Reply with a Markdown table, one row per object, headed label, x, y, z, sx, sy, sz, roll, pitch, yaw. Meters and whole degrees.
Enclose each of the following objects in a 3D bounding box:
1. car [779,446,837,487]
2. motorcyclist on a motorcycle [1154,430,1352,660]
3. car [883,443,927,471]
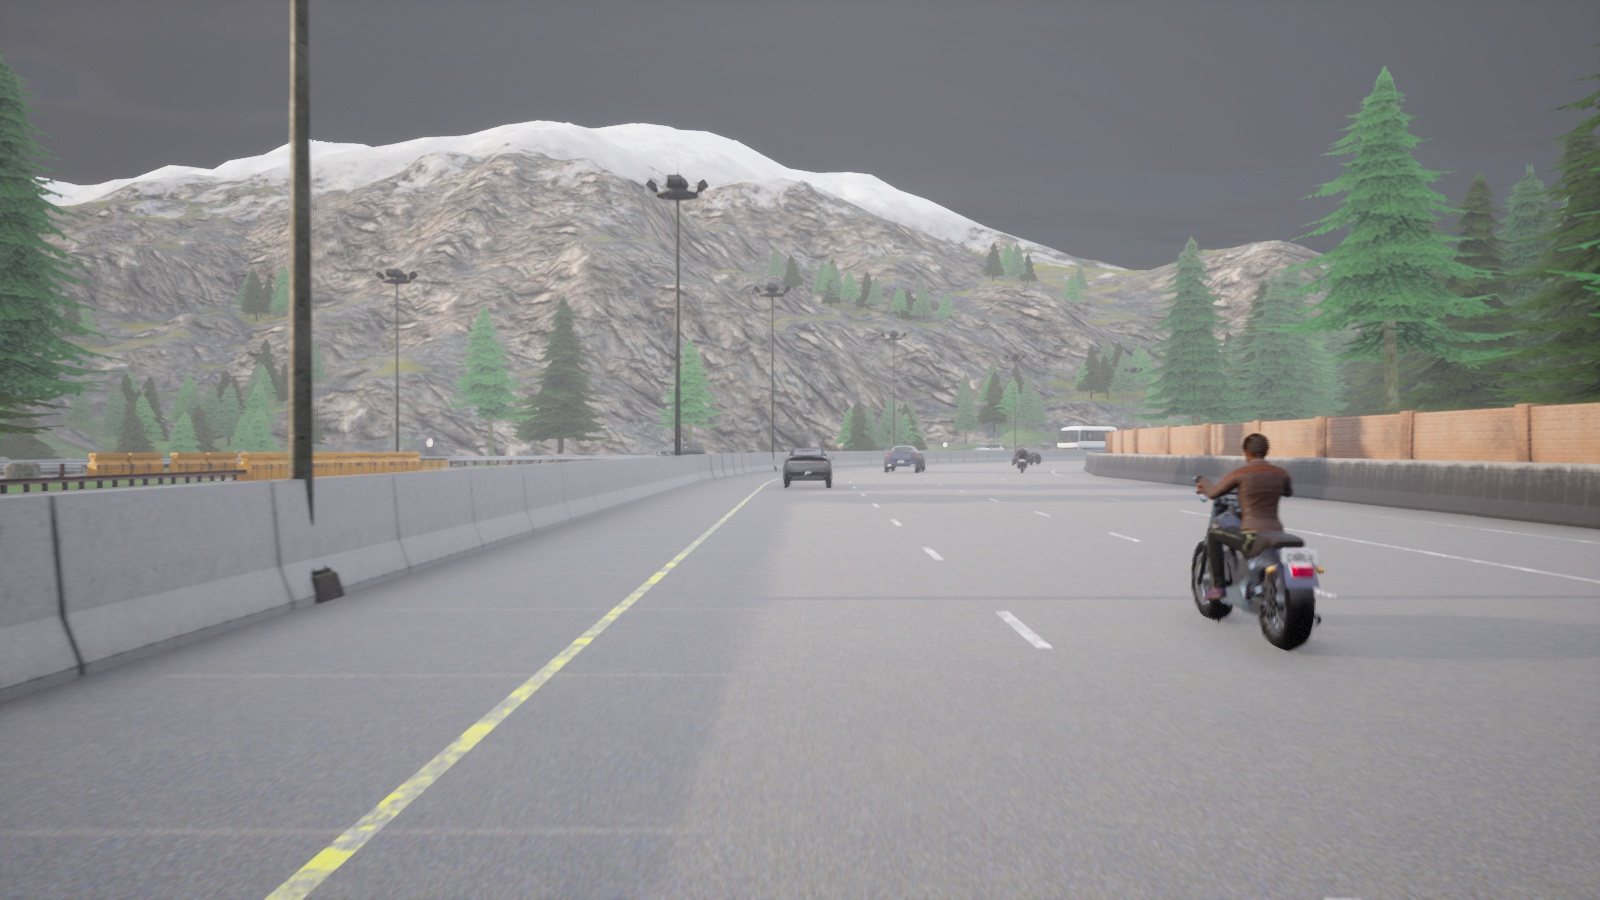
| label | x | y | z | sx | sy | sz | roll | pitch | yaw |
| --- | --- | --- | --- | --- | --- | --- | --- | --- | --- |
| car | 0.303 | 0.611 | 48.631 | 2.128 | 1.511 | 4.902 | 0 | 0 | 1 |
| motorcyclist on a motorcycle | 3.574 | 0.681 | 10.166 | 0.766 | 1.649 | 2.350 | 0 | 0 | 0 |
| car | 6.408 | 0.386 | 75.996 | 2.152 | 1.651 | 5.027 | 0 | 0 | 11 |
